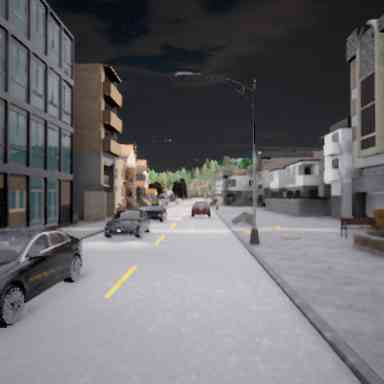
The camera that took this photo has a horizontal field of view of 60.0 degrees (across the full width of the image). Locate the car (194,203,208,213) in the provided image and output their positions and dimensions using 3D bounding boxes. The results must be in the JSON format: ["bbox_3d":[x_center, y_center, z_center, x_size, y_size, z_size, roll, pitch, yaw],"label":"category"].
[{"bbox_3d":[1.239,2.187,46.702,1.895,1.301,4.718,0,-1,2],"label":"car"}]

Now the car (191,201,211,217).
[{"bbox_3d":[1.007,1.814,36.797,2.097,1.767,4.553,0,-1,2],"label":"car"}]

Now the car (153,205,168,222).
[{"bbox_3d":[-3.299,1.920,30.178,2.033,1.411,5.357,0,-1,2],"label":"car"}]

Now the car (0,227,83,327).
[{"bbox_3d":[-3.942,1.579,7.260,2.128,1.511,4.902,0,-1,1],"label":"car"}]

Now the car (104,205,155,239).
[{"bbox_3d":[-3.584,1.740,19.137,1.837,1.490,4.892,0,-1,2],"label":"car"}]
